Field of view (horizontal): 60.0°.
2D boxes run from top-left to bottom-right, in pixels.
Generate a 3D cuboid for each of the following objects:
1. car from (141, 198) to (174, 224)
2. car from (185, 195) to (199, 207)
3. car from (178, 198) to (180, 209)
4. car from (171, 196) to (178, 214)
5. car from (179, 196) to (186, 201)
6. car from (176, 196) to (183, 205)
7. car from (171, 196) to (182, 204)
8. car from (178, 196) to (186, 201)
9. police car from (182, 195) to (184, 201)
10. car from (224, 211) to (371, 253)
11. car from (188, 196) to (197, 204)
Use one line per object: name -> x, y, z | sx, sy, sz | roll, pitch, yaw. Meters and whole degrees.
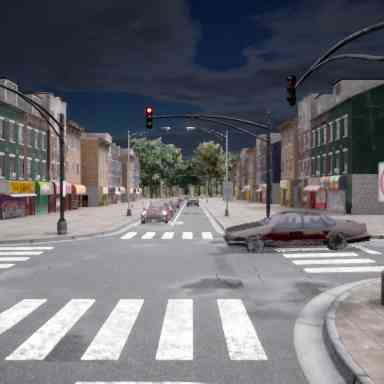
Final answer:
car -> -2.623, 1.451, 24.715 | 1.967, 1.590, 4.097 | -1, 0, 0
car -> 0.142, 1.575, 53.888 | 1.812, 1.442, 4.674 | 0, 0, 0
car -> -2.610, 1.588, 35.584 | 1.947, 1.339, 4.313 | -1, 0, 0
car -> -2.617, 1.456, 30.149 | 1.967, 1.590, 4.097 | -1, 0, 0
car -> -2.556, 1.701, 89.931 | 1.802, 1.307, 4.206 | -1, 0, 0
car -> -2.600, 1.582, 46.453 | 1.887, 1.381, 4.507 | -1, 0, 0
car -> -2.956, 1.572, 64.333 | 1.837, 1.490, 4.892 | 0, 0, 0
car -> -2.562, 1.673, 84.496 | 1.947, 1.339, 4.313 | -1, 0, 0
police car -> -2.951, 1.480, 57.443 | 1.930, 1.638, 5.238 | 0, 0, 0
car -> 3.957, 1.477, 12.972 | 5.357, 1.411, 2.033 | -2, 1, 0
car -> 0.162, 1.553, 68.593 | 1.882, 1.535, 5.008 | 0, 0, 0
